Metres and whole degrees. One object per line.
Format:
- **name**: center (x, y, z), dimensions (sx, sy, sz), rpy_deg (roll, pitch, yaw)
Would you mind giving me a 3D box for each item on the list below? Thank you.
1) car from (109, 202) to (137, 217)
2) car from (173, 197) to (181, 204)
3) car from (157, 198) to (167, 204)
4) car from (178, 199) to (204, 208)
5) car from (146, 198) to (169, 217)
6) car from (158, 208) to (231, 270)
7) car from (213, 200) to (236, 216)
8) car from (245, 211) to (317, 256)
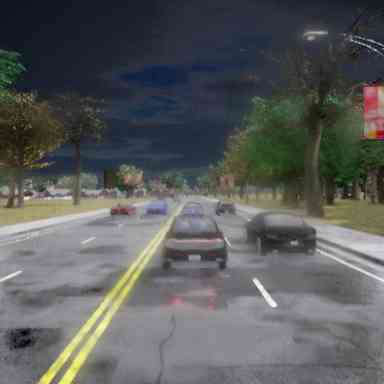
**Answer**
- **car**: center (-6.605, 1.693, 32.291), dimensions (1.895, 1.301, 4.718), rpy_deg (0, 0, 0)
- **car**: center (-3.264, 1.854, 74.594), dimensions (2.033, 1.411, 5.357), rpy_deg (0, 0, 0)
- **car**: center (-6.514, 1.911, 72.757), dimensions (1.895, 1.301, 4.718), rpy_deg (0, 0, 0)
- **car**: center (0.091, 1.626, 29.170), dimensions (2.033, 1.411, 5.357), rpy_deg (0, 0, 0)
- **car**: center (-3.354, 1.574, 32.953), dimensions (1.882, 1.535, 5.008), rpy_deg (0, 0, 0)
- **car**: center (0.084, 1.511, 11.118), dimensions (2.128, 1.511, 4.902), rpy_deg (0, 0, 0)
- **car**: center (3.341, 1.606, 33.982), dimensions (1.837, 1.490, 4.892), rpy_deg (0, 0, 0)
- **car**: center (3.336, 1.500, 13.327), dimensions (1.882, 1.535, 5.008), rpy_deg (0, 0, 0)
